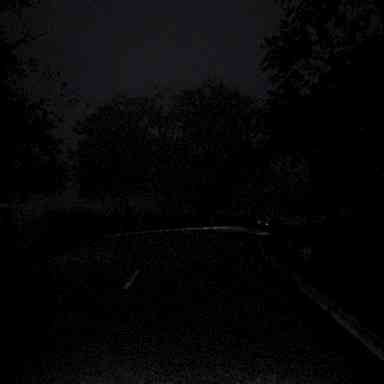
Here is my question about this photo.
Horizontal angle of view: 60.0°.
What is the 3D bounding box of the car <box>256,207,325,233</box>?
[{"bbox_3d":[8.068,2.202,27.240,5.566,2.045,2.150,3,-3,-13],"label":"car"}]
